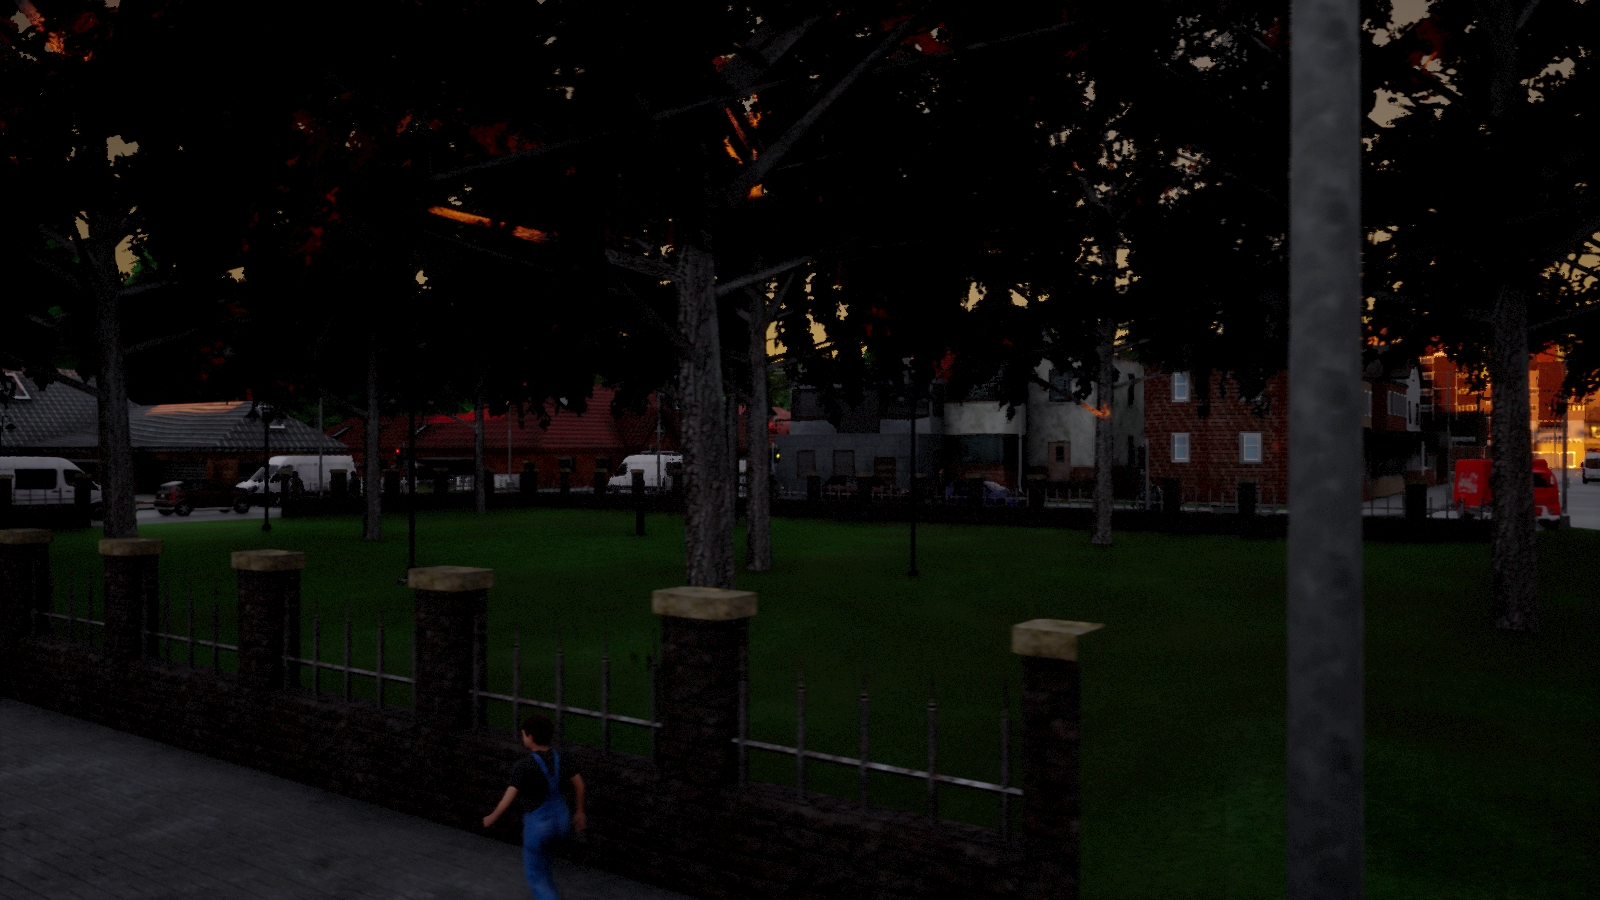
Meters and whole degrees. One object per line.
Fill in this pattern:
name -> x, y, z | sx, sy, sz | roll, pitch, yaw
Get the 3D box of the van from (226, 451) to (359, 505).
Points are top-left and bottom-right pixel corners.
van -> -25.311, 1.312, 57.248 | 1.988, 2.561, 5.915 | 0, 0, 35

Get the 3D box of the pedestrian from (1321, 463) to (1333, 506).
pedestrian -> 23.263, 1.515, 50.410 | 0.375, 1.860, 0.375 | 0, 0, 44

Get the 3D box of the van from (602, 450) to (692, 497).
van -> -8.936, 1.313, 66.495 | 5.915, 2.561, 1.988 | 0, 1, 45

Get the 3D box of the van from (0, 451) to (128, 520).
van -> -29.562, 1.313, 44.110 | 1.988, 2.561, 5.915 | 0, 0, 36

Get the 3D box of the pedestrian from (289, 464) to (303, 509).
pedestrian -> -21.052, 1.523, 47.764 | 0.375, 1.860, 0.375 | 0, 0, 25

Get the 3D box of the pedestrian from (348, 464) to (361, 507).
pedestrian -> -19.369, 1.523, 49.689 | 0.375, 1.860, 0.375 | 0, 0, 35

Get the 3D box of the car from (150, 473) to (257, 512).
car -> -25.763, 1.804, 49.431 | 1.789, 1.549, 3.705 | 0, 0, 35

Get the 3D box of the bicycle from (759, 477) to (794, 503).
bicycle -> -1.154, 1.939, 55.595 | 1.835, 1.271, 0.329 | 0, 0, 35

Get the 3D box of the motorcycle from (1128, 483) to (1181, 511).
motorcycle -> 15.097, 1.992, 48.694 | 2.033, 1.145, 0.803 | 0, 0, 36

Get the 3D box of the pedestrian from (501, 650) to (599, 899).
pedestrian -> -1.387, 1.805, 6.337 | 0.375, 1.300, 0.375 | 0, 0, 35

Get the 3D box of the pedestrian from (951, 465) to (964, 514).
pedestrian -> 6.075, 1.524, 44.018 | 0.375, 1.860, 0.375 | 0, 0, 35

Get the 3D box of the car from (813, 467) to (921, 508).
car -> 3.061, 1.685, 52.570 | 4.553, 1.767, 2.097 | 0, 0, 35

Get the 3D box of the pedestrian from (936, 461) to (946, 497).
pedestrian -> 7.407, 1.523, 59.968 | 0.375, 1.860, 0.375 | 0, 0, 32

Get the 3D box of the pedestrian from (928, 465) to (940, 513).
pedestrian -> 5.281, 1.525, 44.979 | 0.375, 1.860, 0.375 | 0, 0, 18

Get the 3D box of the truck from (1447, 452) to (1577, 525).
truck -> 26.020, 1.341, 41.998 | 2.627, 2.467, 5.204 | -1, 0, 15
